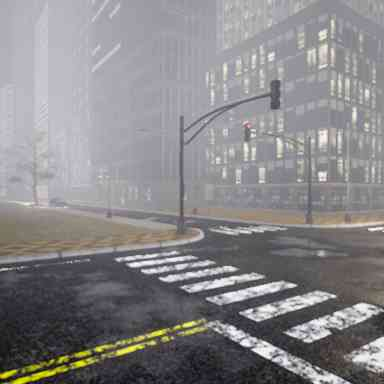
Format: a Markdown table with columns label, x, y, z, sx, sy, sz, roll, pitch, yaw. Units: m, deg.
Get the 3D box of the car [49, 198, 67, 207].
| label | x | y | z | sx | sy | sz | roll | pitch | yaw |
| --- | --- | --- | --- | --- | --- | --- | --- | --- | --- |
| car | -21.853 | 1.618 | 54.122 | 2.033 | 1.411 | 5.357 | 0 | 0 | -35 |
